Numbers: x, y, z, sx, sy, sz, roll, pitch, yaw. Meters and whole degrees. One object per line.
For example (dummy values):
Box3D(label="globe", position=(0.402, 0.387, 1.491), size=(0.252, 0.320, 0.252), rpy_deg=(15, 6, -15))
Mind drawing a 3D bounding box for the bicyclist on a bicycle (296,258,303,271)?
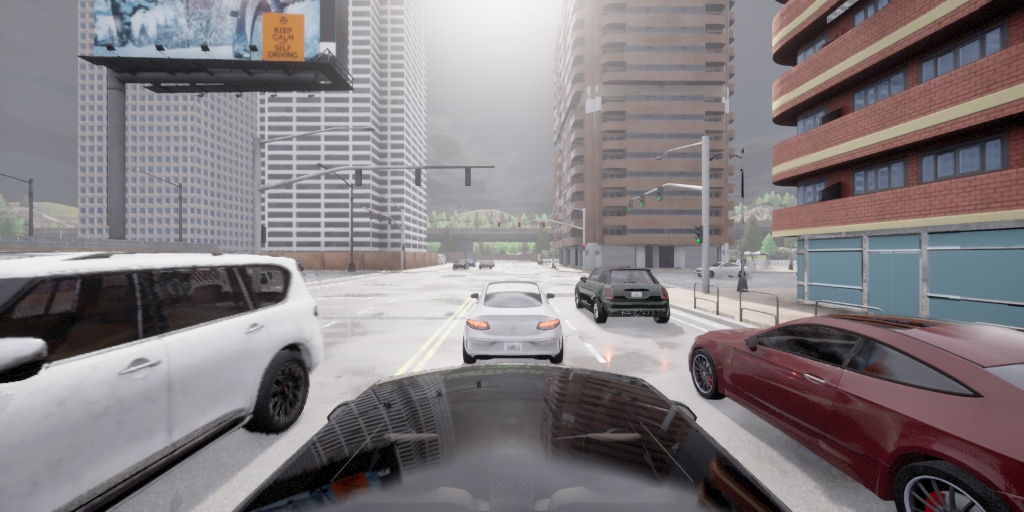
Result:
Box3D(label="bicyclist on a bicycle", position=(-25.974, 1.051, 43.763), size=(0.582, 1.620, 1.656), rpy_deg=(0, 0, 0))

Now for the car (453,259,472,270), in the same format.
Box3D(label="car", position=(-7.498, 1.228, 52.986), size=(1.882, 1.535, 5.008), rpy_deg=(0, 0, 0))

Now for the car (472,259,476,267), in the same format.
Box3D(label="car", position=(-7.550, 1.227, 63.714), size=(1.882, 1.535, 5.008), rpy_deg=(0, 0, 0))

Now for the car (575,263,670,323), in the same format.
Box3D(label="car", position=(3.499, 1.102, 12.217), size=(2.097, 1.767, 4.553), rpy_deg=(0, 0, 0))

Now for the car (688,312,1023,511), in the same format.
Box3D(label="car", position=(3.580, 1.276, 3.498), size=(1.812, 1.442, 4.674), rpy_deg=(0, 0, 0))

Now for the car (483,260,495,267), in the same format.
Box3D(label="car", position=(-4.052, 1.351, 65.008), size=(1.895, 1.301, 4.718), rpy_deg=(0, 0, 0))

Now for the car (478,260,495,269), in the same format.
Box3D(label="car", position=(-4.012, 1.276, 55.028), size=(1.812, 1.442, 4.674), rpy_deg=(0, 0, -1))

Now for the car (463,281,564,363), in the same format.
Box3D(label="car", position=(0.017, 1.276, 8.001), size=(1.812, 1.442, 4.674), rpy_deg=(0, 0, 0))

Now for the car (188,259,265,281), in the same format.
Box3D(label="car", position=(-23.209, 1.101, 29.288), size=(4.553, 1.767, 2.097), rpy_deg=(0, 0, 0))

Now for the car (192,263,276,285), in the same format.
Box3D(label="car", position=(-19.913, 1.276, 25.817), size=(4.674, 1.442, 1.812), rpy_deg=(0, 0, 0))

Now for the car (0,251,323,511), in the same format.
Box3D(label="car", position=(-3.606, 0.971, 2.580), size=(2.150, 2.045, 5.566), rpy_deg=(0, 0, 0))

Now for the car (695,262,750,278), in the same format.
Box3D(label="car", position=(19.387, 1.276, 33.079), size=(4.674, 1.442, 1.812), rpy_deg=(0, 0, 0))
